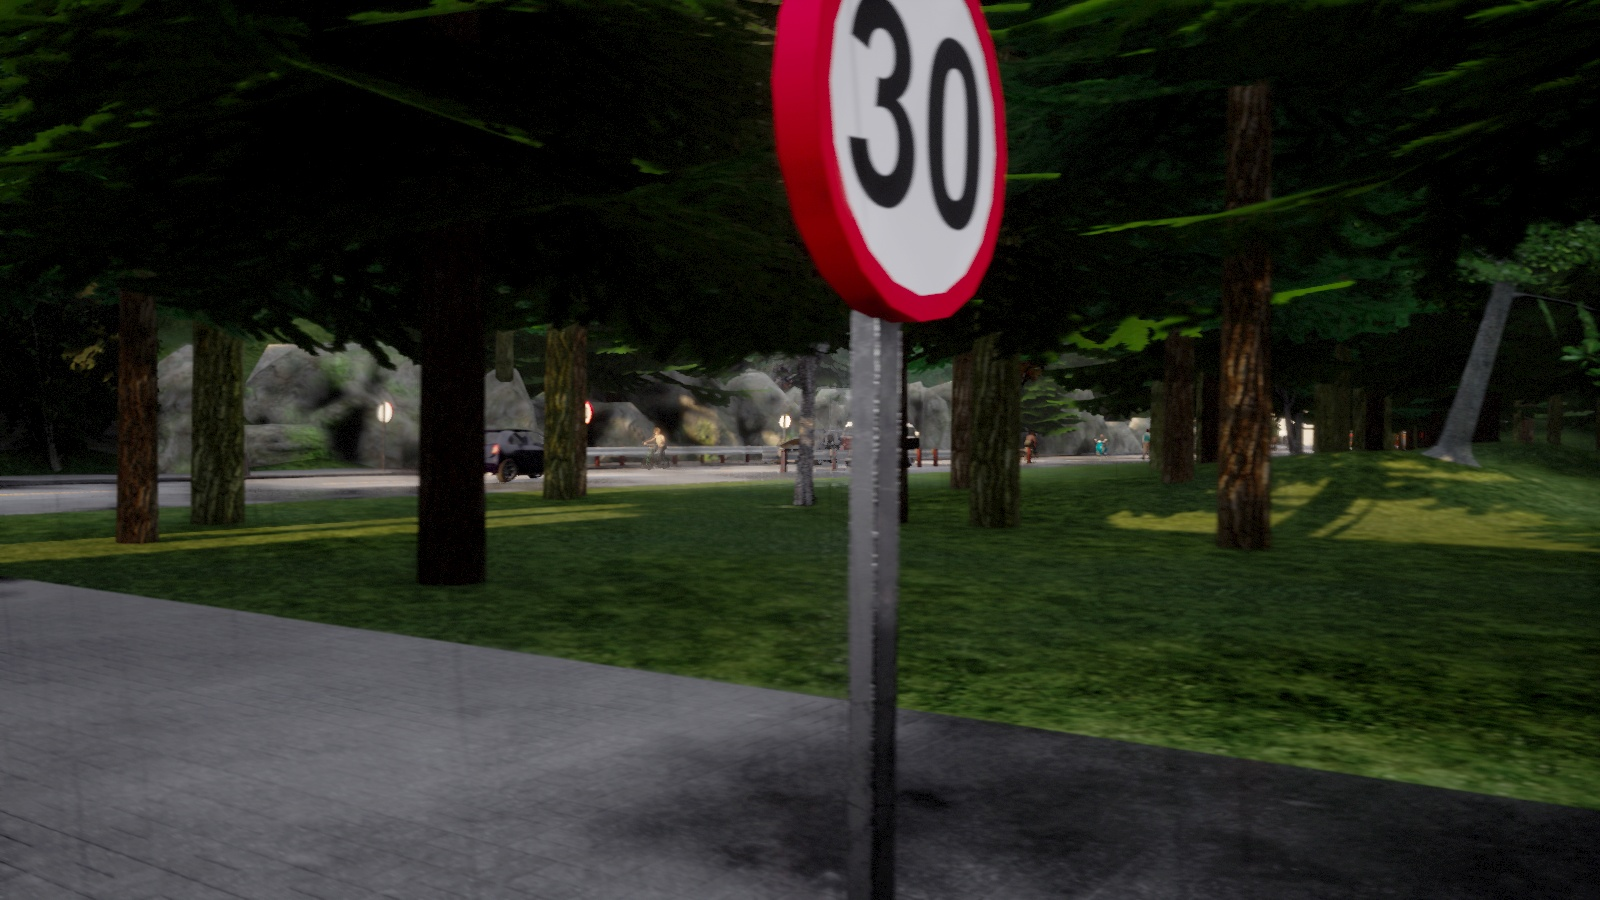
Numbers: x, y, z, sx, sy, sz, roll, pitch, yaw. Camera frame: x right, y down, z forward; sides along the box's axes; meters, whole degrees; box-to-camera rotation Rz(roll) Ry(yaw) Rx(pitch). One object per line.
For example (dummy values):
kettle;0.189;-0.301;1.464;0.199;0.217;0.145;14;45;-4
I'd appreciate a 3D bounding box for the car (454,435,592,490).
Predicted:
car;-7.994;0.320;36.506;1.845;1.501;3.633;0;1;33

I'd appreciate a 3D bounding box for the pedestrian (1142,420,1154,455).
pedestrian;19.671;-0.707;71.030;0.396;1.930;0.692;0;1;41

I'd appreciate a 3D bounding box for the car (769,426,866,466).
car;0.839;-0.220;57.265;2.242;1.667;4.611;0;2;33

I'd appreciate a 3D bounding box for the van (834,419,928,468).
van;3.524;-0.312;54.063;2.069;2.038;4.480;0;1;33

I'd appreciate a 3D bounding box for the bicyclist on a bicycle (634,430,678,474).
bicyclist on a bicycle;-5.457;0.067;47.656;0.866;1.612;1.509;0;1;34
